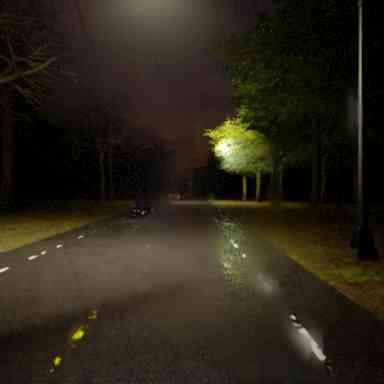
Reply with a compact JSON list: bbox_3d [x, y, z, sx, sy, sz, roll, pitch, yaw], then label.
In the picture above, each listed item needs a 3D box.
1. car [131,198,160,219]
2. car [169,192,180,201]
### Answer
[{"bbox_3d":[-3.607,1.294,26.657,1.837,1.490,4.892,0,0,0],"label":"car"},{"bbox_3d":[-3.528,0.834,68.758,2.097,1.767,4.553,0,0,0],"label":"car"}]
